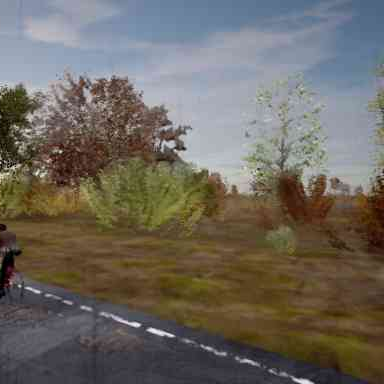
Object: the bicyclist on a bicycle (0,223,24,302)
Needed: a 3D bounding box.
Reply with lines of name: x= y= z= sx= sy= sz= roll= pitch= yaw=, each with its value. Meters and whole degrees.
bicyclist on a bicycle: x=-4.119 y=1.530 z=7.331 sx=1.656 sy=1.620 sz=0.582 roll=-1 pitch=-1 yaw=37
